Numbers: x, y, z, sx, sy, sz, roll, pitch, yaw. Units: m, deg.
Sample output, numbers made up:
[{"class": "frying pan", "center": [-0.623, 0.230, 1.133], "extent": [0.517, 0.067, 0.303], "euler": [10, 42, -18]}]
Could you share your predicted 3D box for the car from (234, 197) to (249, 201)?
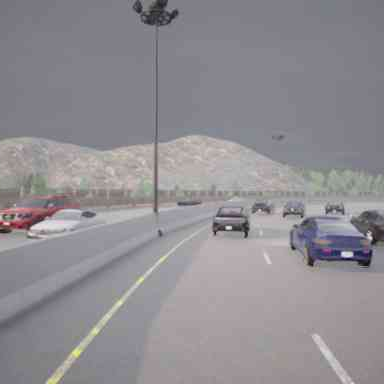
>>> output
[{"class": "car", "center": [9.307, 1.648, 54.008], "extent": [2.033, 1.411, 5.357], "euler": [0, 0, 33]}]

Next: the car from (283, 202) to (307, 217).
[{"class": "car", "center": [9.786, 1.626, 31.674], "extent": [2.033, 1.411, 5.357], "euler": [0, 0, 21]}]

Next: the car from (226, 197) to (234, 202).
[{"class": "car", "center": [7.572, 1.623, 57.614], "extent": [1.812, 1.442, 4.674], "euler": [0, 0, 34]}]

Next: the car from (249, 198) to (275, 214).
[{"class": "car", "center": [7.745, 1.579, 35.735], "extent": [1.837, 1.490, 4.892], "euler": [0, 0, 23]}]

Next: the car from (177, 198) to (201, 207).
[{"class": "car", "center": [-0.429, 1.656, 51.307], "extent": [1.895, 1.301, 4.718], "euler": [0, 0, 29]}]

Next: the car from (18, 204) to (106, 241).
[{"class": "car", "center": [-5.597, 1.519, 15.534], "extent": [1.812, 1.442, 4.674], "euler": [0, 0, 10]}]

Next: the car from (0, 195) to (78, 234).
[{"class": "car", "center": [-8.538, 1.205, 19.002], "extent": [2.150, 2.045, 5.566], "euler": [0, 0, 11]}]

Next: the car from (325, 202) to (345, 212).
[{"class": "car", "center": [15.998, 1.712, 37.080], "extent": [1.895, 1.301, 4.718], "euler": [0, 0, 26]}]

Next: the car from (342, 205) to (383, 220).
[{"class": "car", "center": [8.807, 1.561, 15.561], "extent": [1.837, 1.490, 4.892], "euler": [0, 0, 10]}]

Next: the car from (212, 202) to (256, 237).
[{"class": "car", "center": [2.284, 1.523, 18.478], "extent": [2.128, 1.511, 4.902], "euler": [0, 0, 12]}]

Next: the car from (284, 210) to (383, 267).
[{"class": "car", "center": [4.579, 1.559, 11.480], "extent": [1.812, 1.442, 4.674], "euler": [0, 0, 7]}]
